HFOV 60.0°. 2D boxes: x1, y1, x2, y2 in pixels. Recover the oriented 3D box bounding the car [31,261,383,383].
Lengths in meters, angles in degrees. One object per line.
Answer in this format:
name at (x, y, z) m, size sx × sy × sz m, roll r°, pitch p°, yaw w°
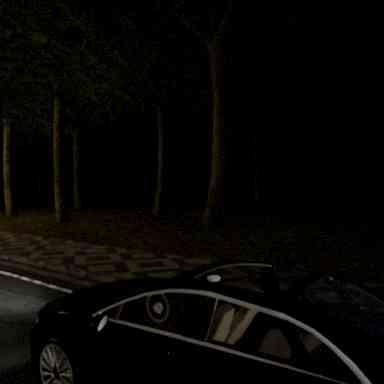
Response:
car at (0.299, 1.495, 3.349) m, size 4.902 × 1.511 × 2.128 m, roll 0°, pitch 0°, yaw 35°
